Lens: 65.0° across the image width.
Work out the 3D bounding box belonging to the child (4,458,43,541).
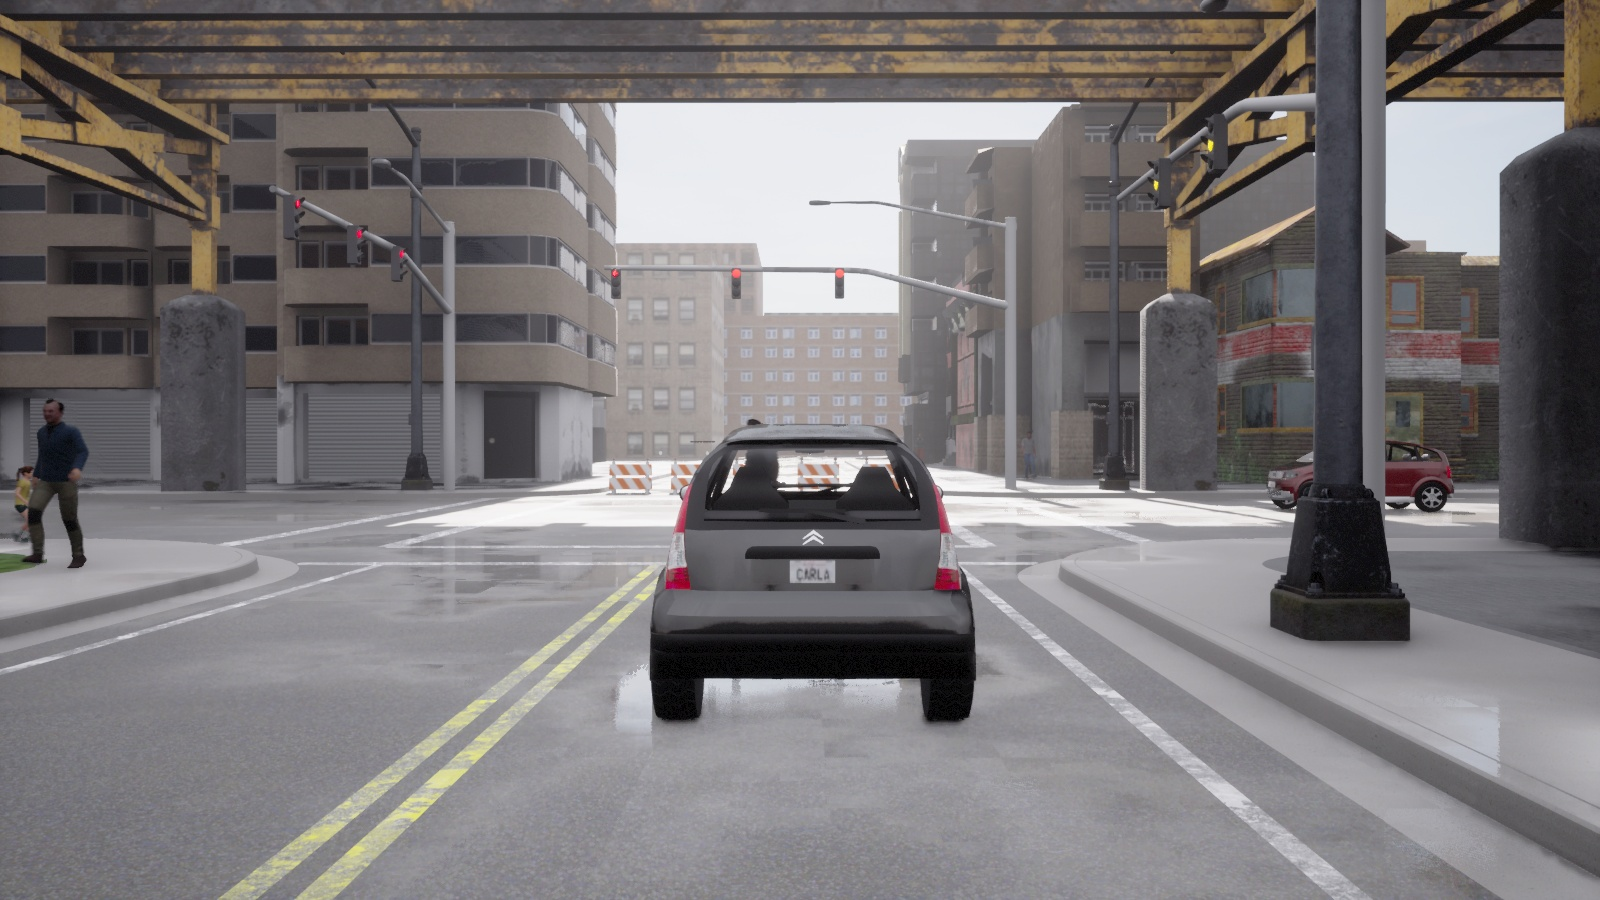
[{"bbox_3d":[-10.502,0.670,16.986,0.394,1.110,0.255,0,0,-13],"label":"child"}]

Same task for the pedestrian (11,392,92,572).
[{"bbox_3d":[-7.871,0.328,13.225,0.402,1.842,0.726,0,0,2],"label":"pedestrian"}]

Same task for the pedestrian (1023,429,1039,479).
[{"bbox_3d":[8.654,0.153,47.063,0.354,1.836,0.706,0,0,-12],"label":"pedestrian"}]

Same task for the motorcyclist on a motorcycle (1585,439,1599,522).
[{"bbox_3d":[16.143,0.578,23.916,1.817,1.590,0.866,0,0,0],"label":"motorcyclist on a motorcycle"}]

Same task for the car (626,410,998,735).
[{"bbox_3d":[0.073,0.598,8.243,1.851,1.617,3.988,0,0,0],"label":"car"}]

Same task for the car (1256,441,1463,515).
[{"bbox_3d":[12.146,0.580,27.426,3.705,1.549,1.789,0,0,0],"label":"car"}]

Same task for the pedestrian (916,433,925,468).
[{"bbox_3d":[6.438,0.038,67.107,0.353,1.847,0.614,0,0,-4],"label":"pedestrian"}]
